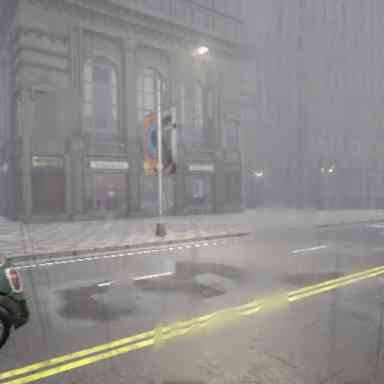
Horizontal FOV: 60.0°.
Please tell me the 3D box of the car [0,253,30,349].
[{"bbox_3d":[-4.715,1.368,4.308,4.553,1.767,2.097,0,0,-36],"label":"car"}]
